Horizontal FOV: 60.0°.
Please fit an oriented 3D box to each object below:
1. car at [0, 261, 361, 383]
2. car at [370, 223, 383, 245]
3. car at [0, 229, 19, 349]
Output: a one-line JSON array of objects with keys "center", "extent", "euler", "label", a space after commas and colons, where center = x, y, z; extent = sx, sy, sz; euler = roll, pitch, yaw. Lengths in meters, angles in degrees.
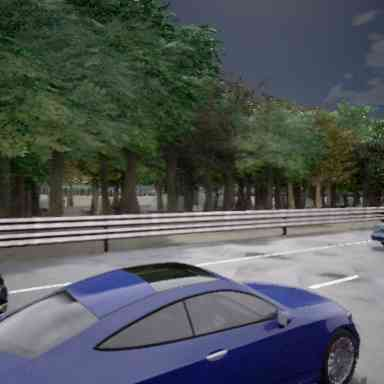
[{"center": [-0.066, 1.537, 3.653], "extent": [4.674, 1.442, 1.812], "euler": [1, 0, -35], "label": "car"}, {"center": [10.147, 1.685, 14.803], "extent": [5.357, 1.411, 2.033], "euler": [1, 0, -33], "label": "car"}, {"center": [-5.165, 1.464, 4.320], "extent": [4.902, 1.511, 2.128], "euler": [1, 0, -36], "label": "car"}]
